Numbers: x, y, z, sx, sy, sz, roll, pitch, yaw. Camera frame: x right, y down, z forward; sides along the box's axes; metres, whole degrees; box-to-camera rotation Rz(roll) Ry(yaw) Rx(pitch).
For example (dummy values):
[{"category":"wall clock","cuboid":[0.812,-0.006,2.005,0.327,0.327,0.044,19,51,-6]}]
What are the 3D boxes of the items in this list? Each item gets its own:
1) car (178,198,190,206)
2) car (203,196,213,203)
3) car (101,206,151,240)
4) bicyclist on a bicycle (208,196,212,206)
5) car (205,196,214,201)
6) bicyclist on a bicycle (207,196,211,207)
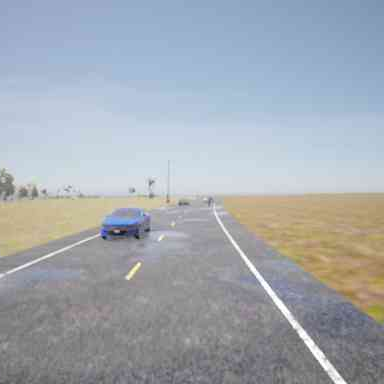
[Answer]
[{"category":"car","cuboid":[-1.398,1.762,59.030,2.033,1.411,5.357,0,0,5]},{"category":"car","cuboid":[3.651,1.872,77.371,1.895,1.301,4.718,0,0,5]},{"category":"car","cuboid":[-3.386,1.546,17.788,1.882,1.535,5.008,0,0,2]},{"category":"bicyclist on a bicycle","cuboid":[3.164,1.587,59.771,0.659,1.776,1.843,0,0,4]},{"category":"car","cuboid":[4.864,1.751,91.304,2.128,1.511,4.902,0,0,5]},{"category":"bicyclist on a bicycle","cuboid":[2.526,1.637,50.254,0.582,1.620,1.656,0,-1,4]}]
